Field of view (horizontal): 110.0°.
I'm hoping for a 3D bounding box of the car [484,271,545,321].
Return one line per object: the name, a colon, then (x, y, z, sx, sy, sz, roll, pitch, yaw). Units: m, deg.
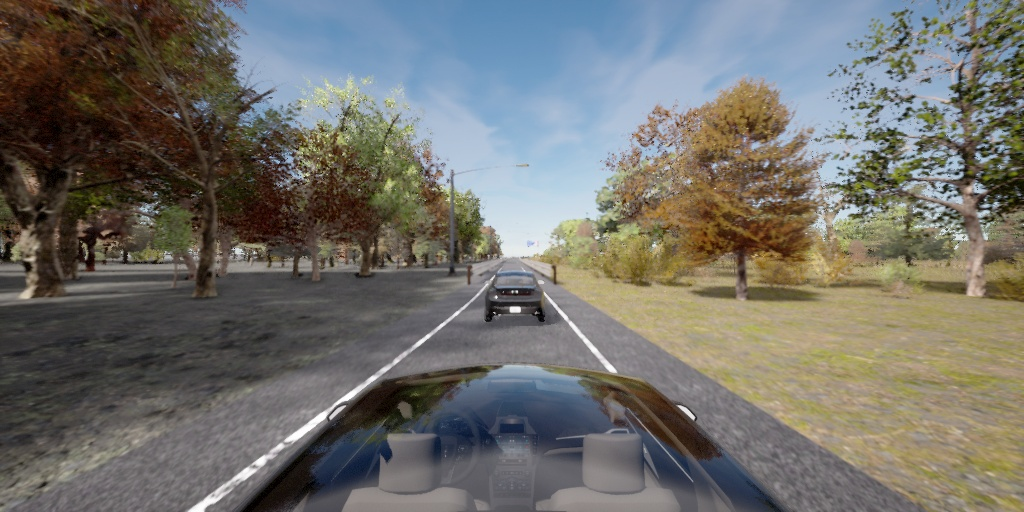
car: (0.095, 1.267, 12.526, 1.837, 1.490, 4.892, 0, 0, 0)
